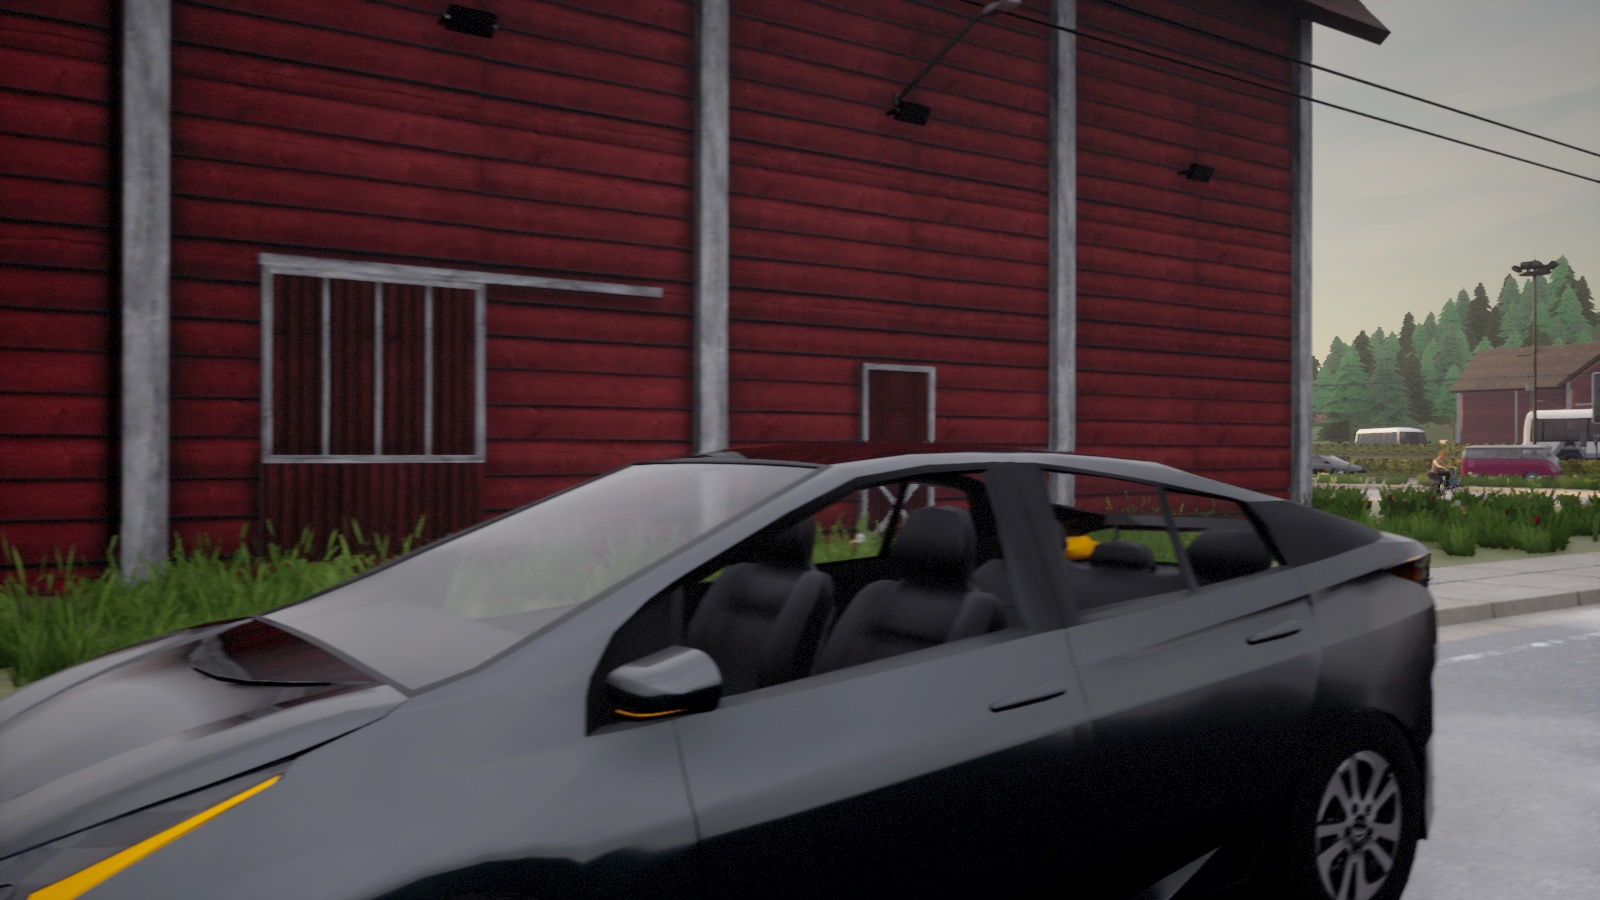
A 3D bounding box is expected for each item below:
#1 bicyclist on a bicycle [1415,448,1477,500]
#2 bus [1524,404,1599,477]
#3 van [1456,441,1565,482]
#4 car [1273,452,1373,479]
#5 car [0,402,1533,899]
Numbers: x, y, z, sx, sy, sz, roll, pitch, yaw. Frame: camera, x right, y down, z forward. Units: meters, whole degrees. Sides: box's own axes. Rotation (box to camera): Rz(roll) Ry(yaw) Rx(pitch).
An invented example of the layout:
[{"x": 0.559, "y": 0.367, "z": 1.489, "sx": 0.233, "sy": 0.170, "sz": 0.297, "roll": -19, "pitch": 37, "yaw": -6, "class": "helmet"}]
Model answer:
[{"x": 20.325, "y": 0.735, "z": 39.519, "sx": 0.866, "sy": 1.612, "sz": 1.509, "roll": 0, "pitch": 0, "yaw": -36, "class": "bicyclist on a bicycle"}, {"x": 48.784, "y": -0.554, "z": 73.651, "sx": 3.944, "sy": 4.253, "sz": 10.273, "roll": 0, "pitch": 0, "yaw": -35, "class": "bus"}, {"x": 35.558, "y": 0.577, "z": 62.935, "sx": 1.775, "sy": 1.987, "sz": 4.442, "roll": 0, "pitch": 0, "yaw": -42, "class": "van"}, {"x": 29.502, "y": 0.857, "z": 70.989, "sx": 2.163, "sy": 1.488, "sz": 4.792, "roll": 0, "pitch": 0, "yaw": -35, "class": "car"}, {"x": -0.031, "y": 0.701, "z": 3.637, "sx": 4.514, "sy": 1.525, "sz": 2.007, "roll": 0, "pitch": 0, "yaw": -35, "class": "car"}]
